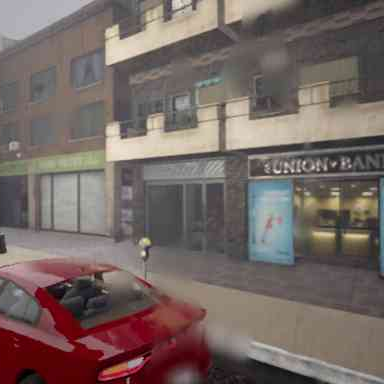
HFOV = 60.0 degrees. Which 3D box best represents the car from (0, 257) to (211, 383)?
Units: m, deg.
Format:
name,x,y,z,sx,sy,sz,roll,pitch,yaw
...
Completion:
name,x,y,z,sx,sy,sz,roll,pitch,yaw
car,-1.898,1.526,4.242,4.507,1.381,1.887,0,-1,36
